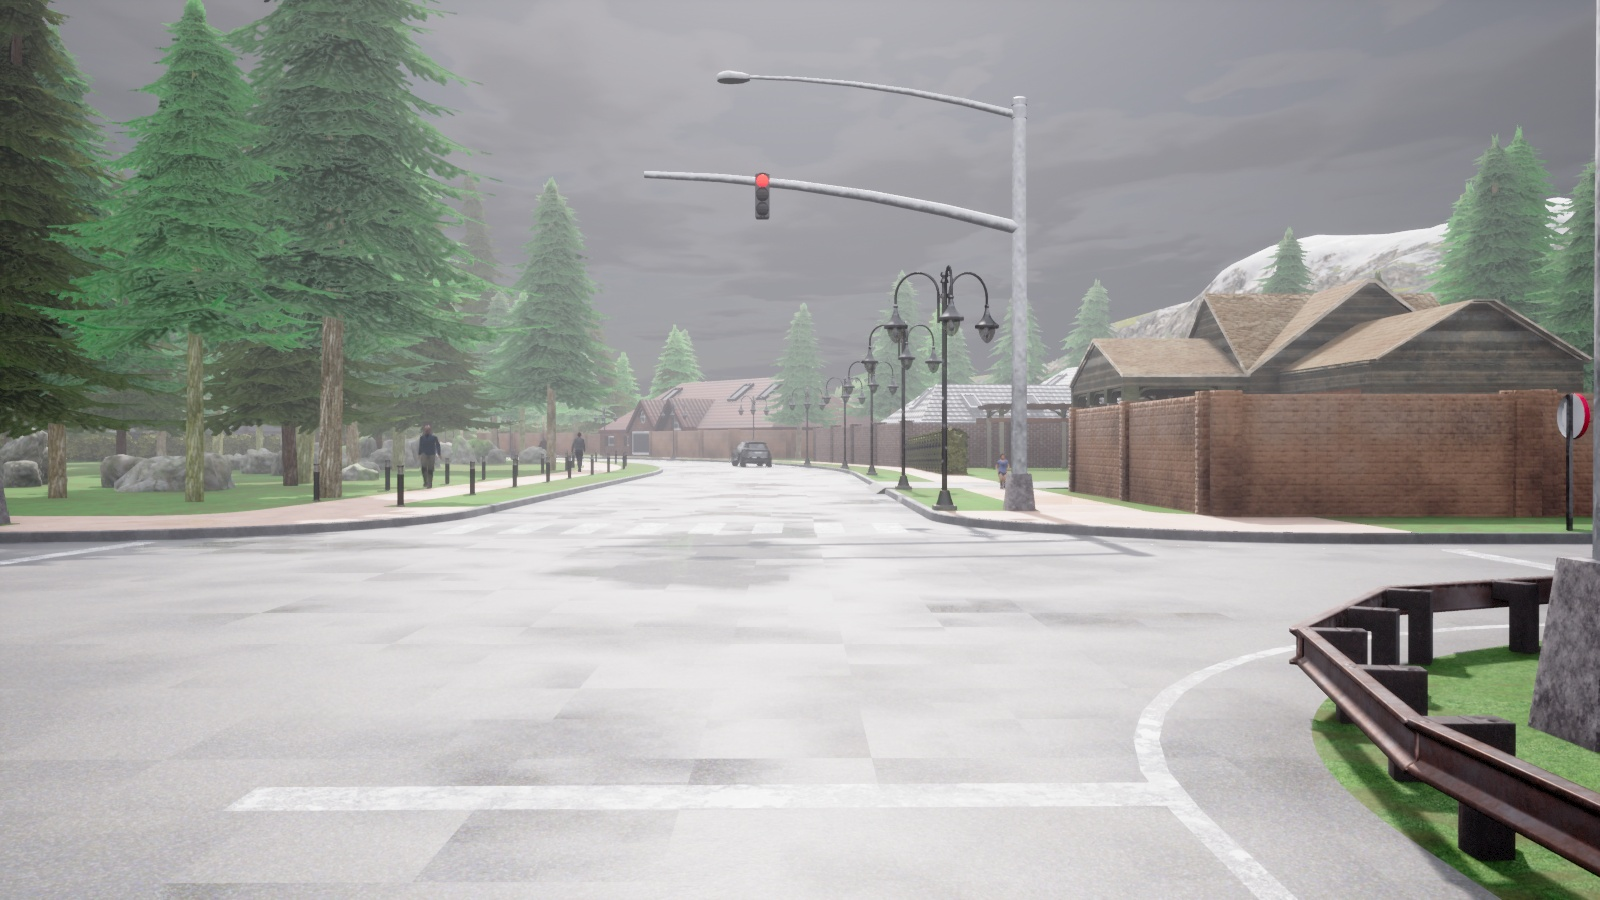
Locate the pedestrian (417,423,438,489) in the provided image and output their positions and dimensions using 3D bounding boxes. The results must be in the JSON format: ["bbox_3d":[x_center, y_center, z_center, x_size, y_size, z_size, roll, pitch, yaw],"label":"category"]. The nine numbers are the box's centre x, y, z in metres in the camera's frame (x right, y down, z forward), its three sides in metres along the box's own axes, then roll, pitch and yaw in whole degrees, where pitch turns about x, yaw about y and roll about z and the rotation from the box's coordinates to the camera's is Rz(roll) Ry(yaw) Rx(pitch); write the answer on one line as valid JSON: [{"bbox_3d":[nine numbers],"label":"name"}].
[{"bbox_3d":[-10.546,0.163,35.568,0.402,1.842,0.726,0,0,0],"label":"pedestrian"}]

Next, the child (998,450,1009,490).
[{"bbox_3d":[5.742,0.566,35.513,0.255,1.110,0.394,0,0,2],"label":"child"}]

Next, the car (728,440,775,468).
[{"bbox_3d":[-3.034,0.207,77.571,2.033,1.649,4.856,0,0,-13],"label":"car"}]

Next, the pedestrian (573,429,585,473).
[{"bbox_3d":[-9.980,0.043,56.827,0.423,1.949,0.788,0,0,-2],"label":"pedestrian"}]
